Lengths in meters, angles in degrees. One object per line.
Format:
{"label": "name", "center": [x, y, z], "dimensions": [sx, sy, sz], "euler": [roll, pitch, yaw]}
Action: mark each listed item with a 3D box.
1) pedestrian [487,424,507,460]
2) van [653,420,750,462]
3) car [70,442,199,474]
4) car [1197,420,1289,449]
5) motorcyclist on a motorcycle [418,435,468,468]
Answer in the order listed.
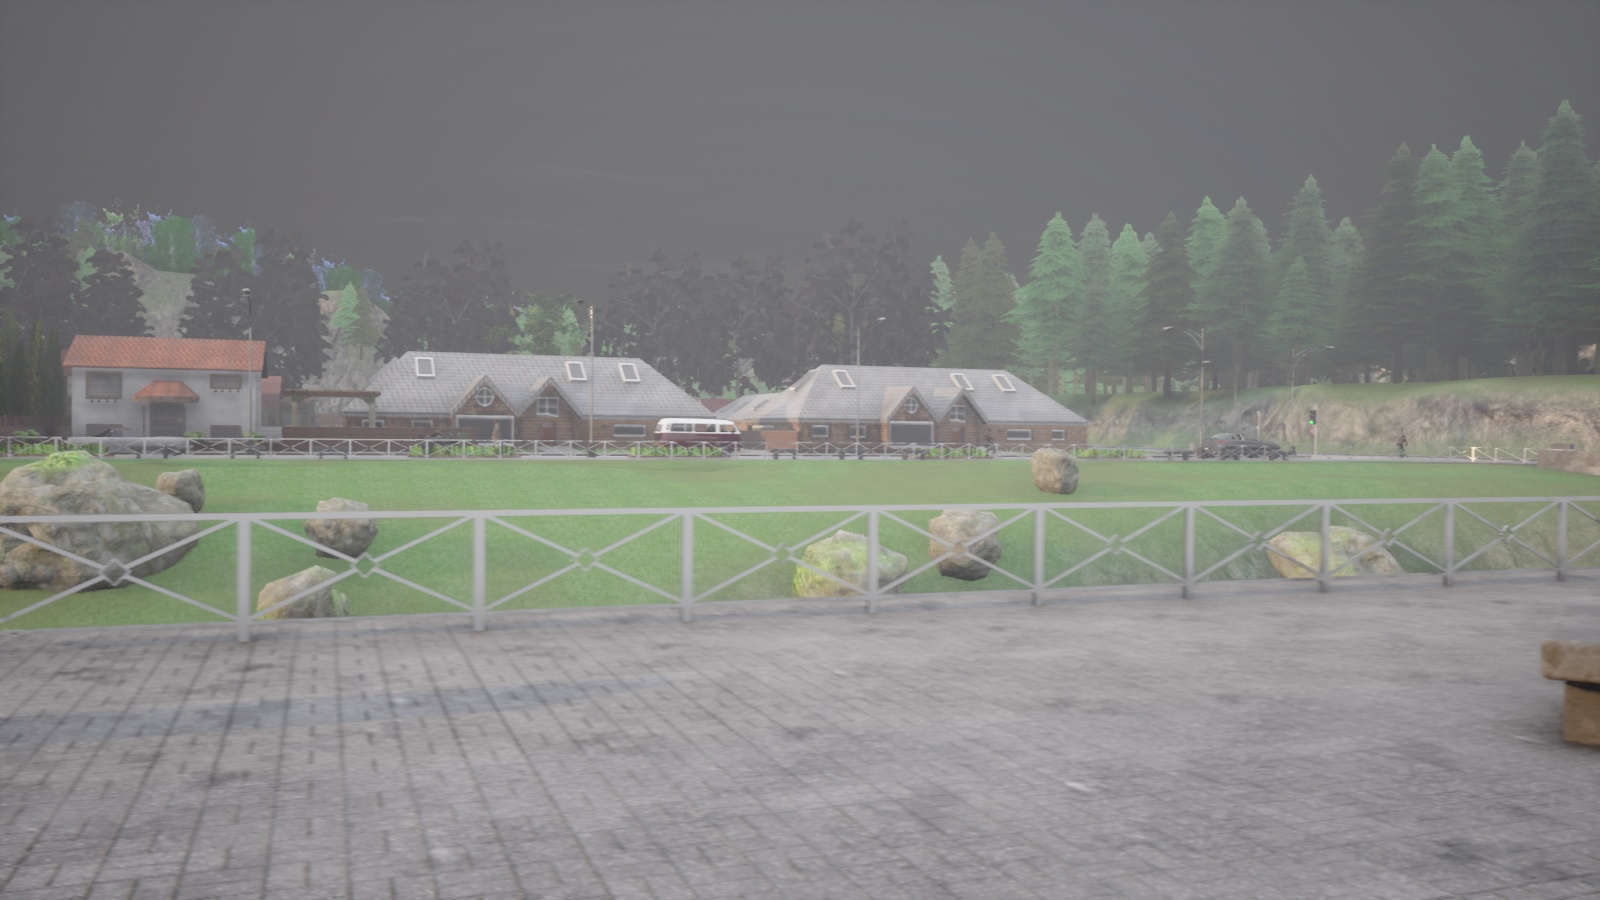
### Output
{"label": "pedestrian", "center": [-16.434, -0.424, 68.189], "dimensions": [0.873, 1.952, 0.659], "euler": [-1, 1, -29]}
{"label": "van", "center": [-4.997, -0.459, 63.547], "dimensions": [4.480, 2.038, 2.069], "euler": [-1, 1, -21]}
{"label": "car", "center": [-28.800, 0.323, 54.521], "dimensions": [4.718, 1.301, 1.895], "euler": [-1, 1, -21]}
{"label": "car", "center": [26.658, -0.941, 75.558], "dimensions": [5.027, 1.651, 2.152], "euler": [-1, 1, -21]}
{"label": "motorcyclist on a motorcycle", "center": [-16.791, 0.053, 59.077], "dimensions": [2.191, 1.530, 0.866], "euler": [-1, 1, -21]}
